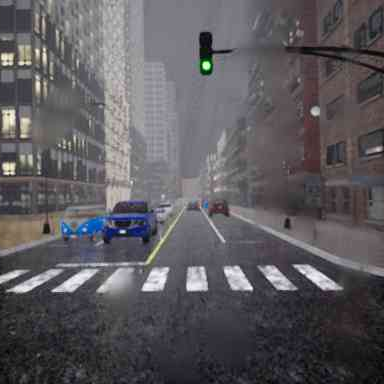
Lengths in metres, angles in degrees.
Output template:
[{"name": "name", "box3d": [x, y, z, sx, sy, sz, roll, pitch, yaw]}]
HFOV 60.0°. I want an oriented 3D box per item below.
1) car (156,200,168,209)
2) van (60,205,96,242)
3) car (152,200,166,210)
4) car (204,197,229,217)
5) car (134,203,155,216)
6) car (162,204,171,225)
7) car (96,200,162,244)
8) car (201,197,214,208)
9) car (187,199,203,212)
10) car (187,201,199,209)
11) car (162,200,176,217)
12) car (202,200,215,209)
[{"name": "car", "box3d": [-5.602, 2.321, 62.238, 1.752, 1.417, 4.829, -1, -1, 0]}, {"name": "van", "box3d": [-5.682, 1.629, 18.006, 1.690, 1.788, 3.998, -1, -1, 0]}, {"name": "car", "box3d": [-5.613, 2.172, 56.858, 1.967, 1.590, 4.097, -1, -1, 0]}, {"name": "car", "box3d": [2.725, 1.620, 34.646, 2.192, 1.841, 5.009, -1, -1, 0]}, {"name": "car", "box3d": [-5.640, 2.064, 40.036, 1.752, 1.417, 4.829, -1, -1, 0]}, {"name": "car", "box3d": [-3.067, 1.942, 27.380, 1.895, 1.301, 4.718, -1, -1, 0]}, {"name": "car", "box3d": [-3.103, 1.453, 17.675, 2.150, 2.045, 5.566, -1, -1, 0]}, {"name": "car", "box3d": [2.773, 1.941, 62.399, 2.192, 1.841, 5.009, -1, -1, 0]}, {"name": "car", "box3d": [0.161, 2.043, 46.612, 2.033, 1.411, 5.357, -1, -1, 0]}, {"name": "car", "box3d": [0.160, 2.219, 57.210, 1.895, 1.301, 4.718, -1, -1, 0]}, {"name": "car", "box3d": [-3.040, 1.983, 37.648, 1.812, 1.442, 4.674, -1, -1, 1]}, {"name": "car", "box3d": [2.769, 2.112, 56.845, 2.008, 1.369, 4.403, -1, -1, 0]}]
